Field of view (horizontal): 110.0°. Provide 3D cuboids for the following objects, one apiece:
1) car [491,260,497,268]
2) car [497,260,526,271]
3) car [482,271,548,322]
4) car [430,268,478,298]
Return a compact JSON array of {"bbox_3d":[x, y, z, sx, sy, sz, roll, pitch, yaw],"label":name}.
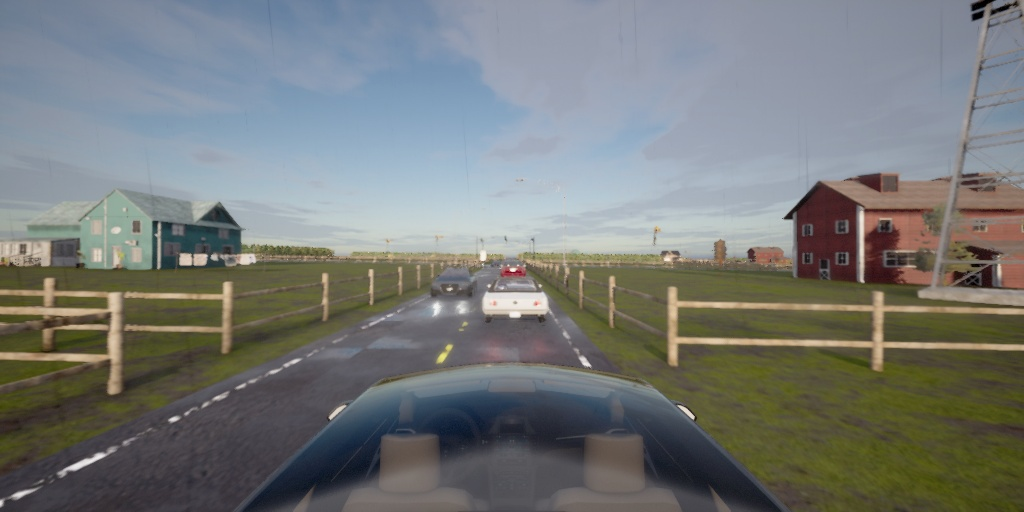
[{"bbox_3d":[-2.746,1.399,65.128,1.994,1.385,4.181,0,0,0],"label":"car"},{"bbox_3d":[0.100,1.131,29.871,2.097,1.767,4.553,0,0,0],"label":"car"},{"bbox_3d":[0.092,1.361,12.275,1.895,1.301,4.718,0,0,0],"label":"car"},{"bbox_3d":[-2.849,1.330,18.403,1.994,1.385,4.181,0,0,0],"label":"car"}]
